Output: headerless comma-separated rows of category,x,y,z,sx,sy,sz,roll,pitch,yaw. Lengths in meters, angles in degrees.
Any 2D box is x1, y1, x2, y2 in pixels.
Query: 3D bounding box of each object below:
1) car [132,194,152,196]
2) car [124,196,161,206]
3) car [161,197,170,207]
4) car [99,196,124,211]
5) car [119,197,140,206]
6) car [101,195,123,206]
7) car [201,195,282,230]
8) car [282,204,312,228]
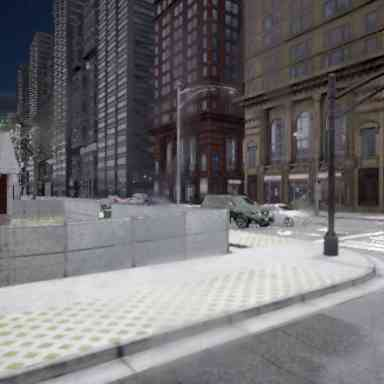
car,-7.583,1.260,48.140,2.150,2.045,5.566,0,0,-35
car,-6.095,1.527,40.135,1.837,1.490,4.892,0,0,-35
car,-5.155,1.547,50.343,2.128,1.511,4.902,0,0,-35
car,-9.667,1.510,39.576,1.837,1.490,4.892,0,0,-35
car,-11.058,1.653,58.662,1.895,1.301,4.718,0,0,-35
car,-13.682,1.388,56.746,2.097,1.767,4.553,0,0,-35
car,2.799,1.232,21.800,2.150,2.045,5.566,0,0,-35
car,5.976,1.554,22.930,1.812,1.442,4.674,0,0,-35
